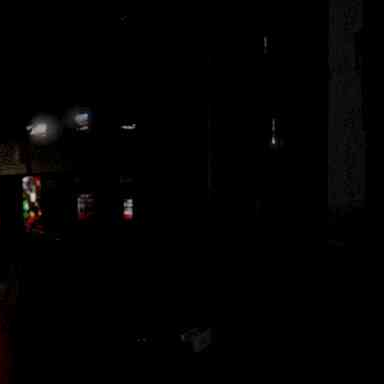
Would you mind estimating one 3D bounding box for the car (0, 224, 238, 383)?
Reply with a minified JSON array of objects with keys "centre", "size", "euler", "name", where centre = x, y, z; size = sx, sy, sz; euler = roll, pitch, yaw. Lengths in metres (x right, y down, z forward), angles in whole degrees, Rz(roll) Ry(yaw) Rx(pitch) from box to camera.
[{"centre":[-1.852,1.354,4.184],"size":[5.009,1.841,2.192],"euler":[-1,0,36],"name":"car"}]
